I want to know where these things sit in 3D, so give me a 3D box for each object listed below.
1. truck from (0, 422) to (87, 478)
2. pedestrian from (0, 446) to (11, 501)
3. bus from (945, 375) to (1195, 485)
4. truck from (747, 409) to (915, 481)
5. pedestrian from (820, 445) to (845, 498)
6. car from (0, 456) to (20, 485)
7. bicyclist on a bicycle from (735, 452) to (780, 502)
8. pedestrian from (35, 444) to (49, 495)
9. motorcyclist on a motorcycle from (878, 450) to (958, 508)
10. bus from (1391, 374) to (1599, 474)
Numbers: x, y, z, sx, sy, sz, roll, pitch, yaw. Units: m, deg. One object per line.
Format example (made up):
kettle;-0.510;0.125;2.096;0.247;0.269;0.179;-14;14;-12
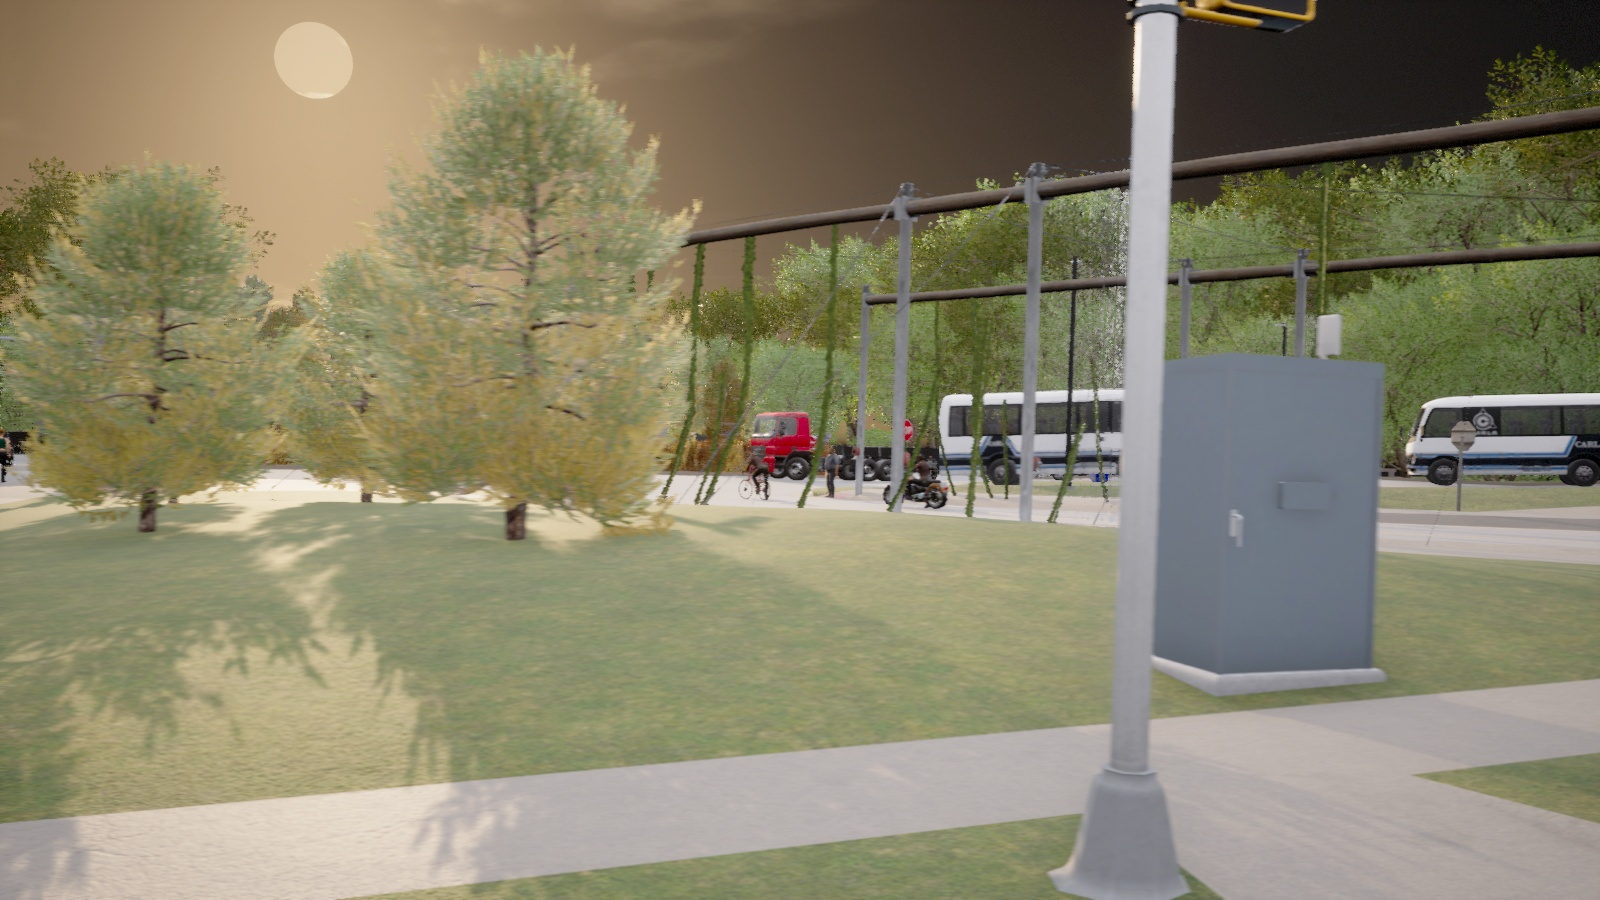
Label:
truck;-51.277;0.019;81.837;7.936;3.462;2.891;-1;1;-20
pedestrian;-26.615;0.772;41.978;0.345;1.836;0.594;1;0;-27
bus;12.084;-0.788;56.199;10.273;4.253;3.944;-3;-1;21
truck;1.580;-0.213;63.370;7.936;3.462;2.891;0;0;-23
pedestrian;1.156;0.747;44.605;0.694;1.848;0.540;0;1;-36
car;-41.885;1.074;64.447;2.163;1.488;4.792;-1;-1;-19
bicyclist on a bicycle;-1.425;0.902;41.961;0.582;1.620;1.656;0;-1;-42
pedestrian;-27.749;0.715;45.970;0.431;1.840;0.703;1;0;-30
motorcyclist on a motorcycle;3.447;0.842;36.886;2.350;1.649;0.766;-1;-1;44
bus;33.431;-1.161;58.674;10.273;4.253;3.944;-2;-1;23
